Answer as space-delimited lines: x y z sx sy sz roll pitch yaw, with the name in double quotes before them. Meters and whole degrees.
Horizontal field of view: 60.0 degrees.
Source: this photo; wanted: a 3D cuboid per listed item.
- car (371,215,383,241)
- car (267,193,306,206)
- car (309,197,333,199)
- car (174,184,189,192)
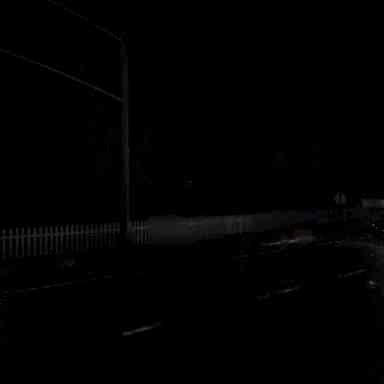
"car" 10.319 1.493 15.596 4.892 1.490 1.837 1 0 -35
"car" 12.371 1.142 45.698 2.150 2.045 5.566 0 1 -37
"car" 17.106 1.446 45.242 2.128 1.511 4.902 0 0 -37
"car" -1.216 -0.399 63.830 2.150 2.045 5.566 0 6 -36
